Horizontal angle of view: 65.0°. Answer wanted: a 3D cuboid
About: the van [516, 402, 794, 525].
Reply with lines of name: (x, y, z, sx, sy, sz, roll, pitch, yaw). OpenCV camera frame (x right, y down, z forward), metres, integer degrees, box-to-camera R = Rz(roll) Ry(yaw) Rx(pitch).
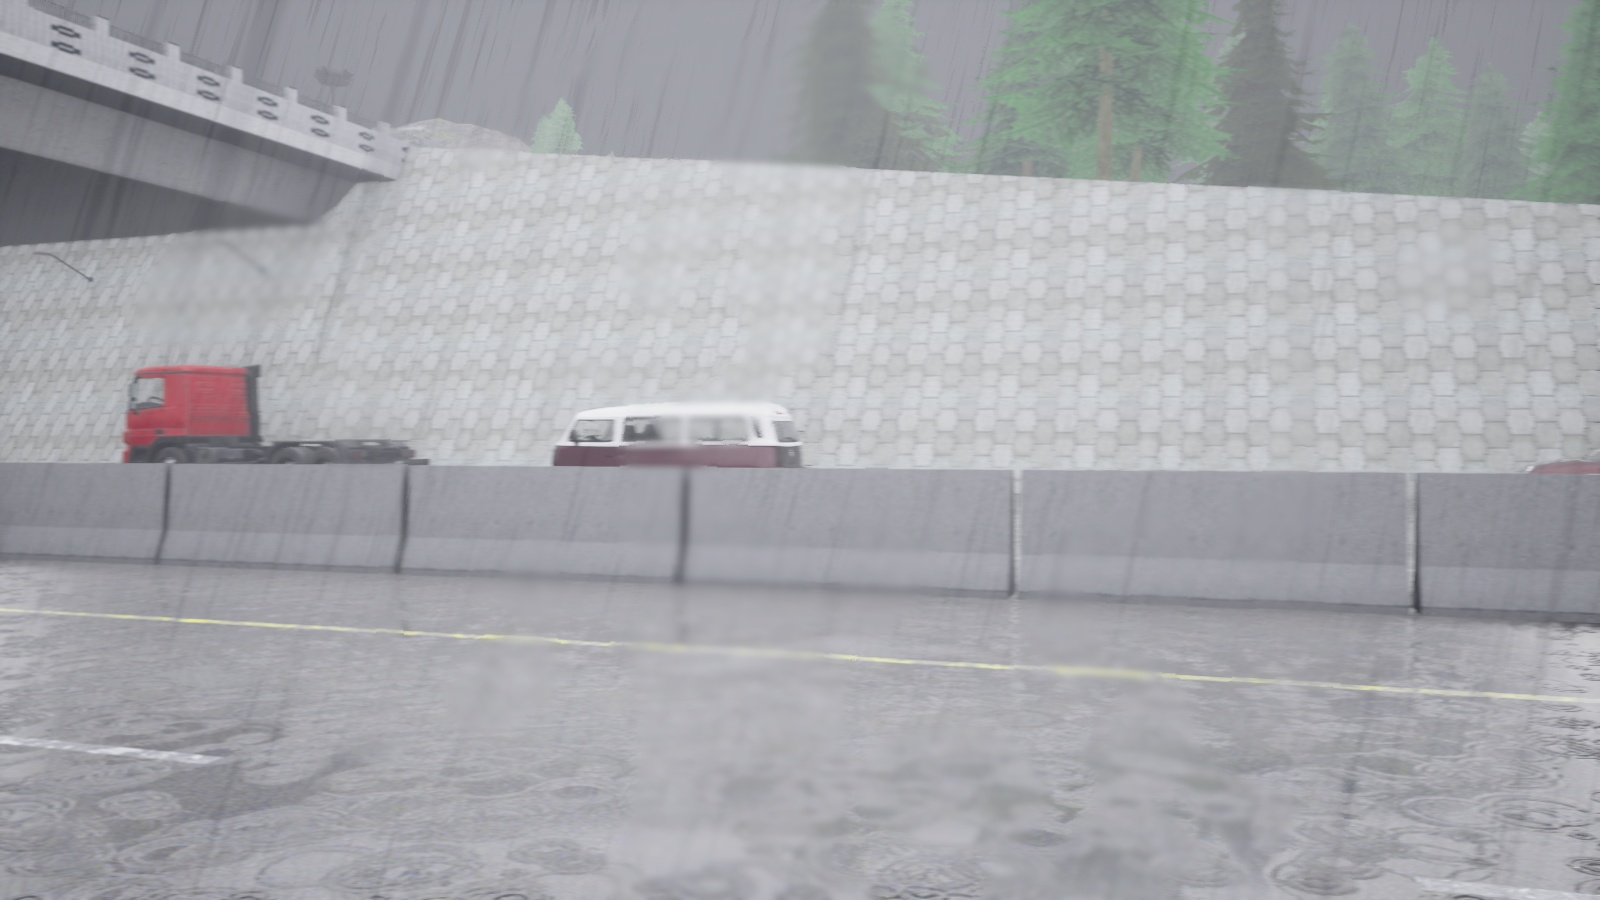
van: (-2.577, 0.176, 22.518, 4.480, 2.038, 2.069, 1, 1, 19)

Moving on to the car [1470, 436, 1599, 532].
car: (12.992, 0.522, 20.108, 3.806, 1.475, 1.970, 1, 1, 33)

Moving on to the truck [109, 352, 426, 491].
truck: (-14.341, -0.764, 33.851, 7.936, 3.462, 2.891, 1, 1, 19)
